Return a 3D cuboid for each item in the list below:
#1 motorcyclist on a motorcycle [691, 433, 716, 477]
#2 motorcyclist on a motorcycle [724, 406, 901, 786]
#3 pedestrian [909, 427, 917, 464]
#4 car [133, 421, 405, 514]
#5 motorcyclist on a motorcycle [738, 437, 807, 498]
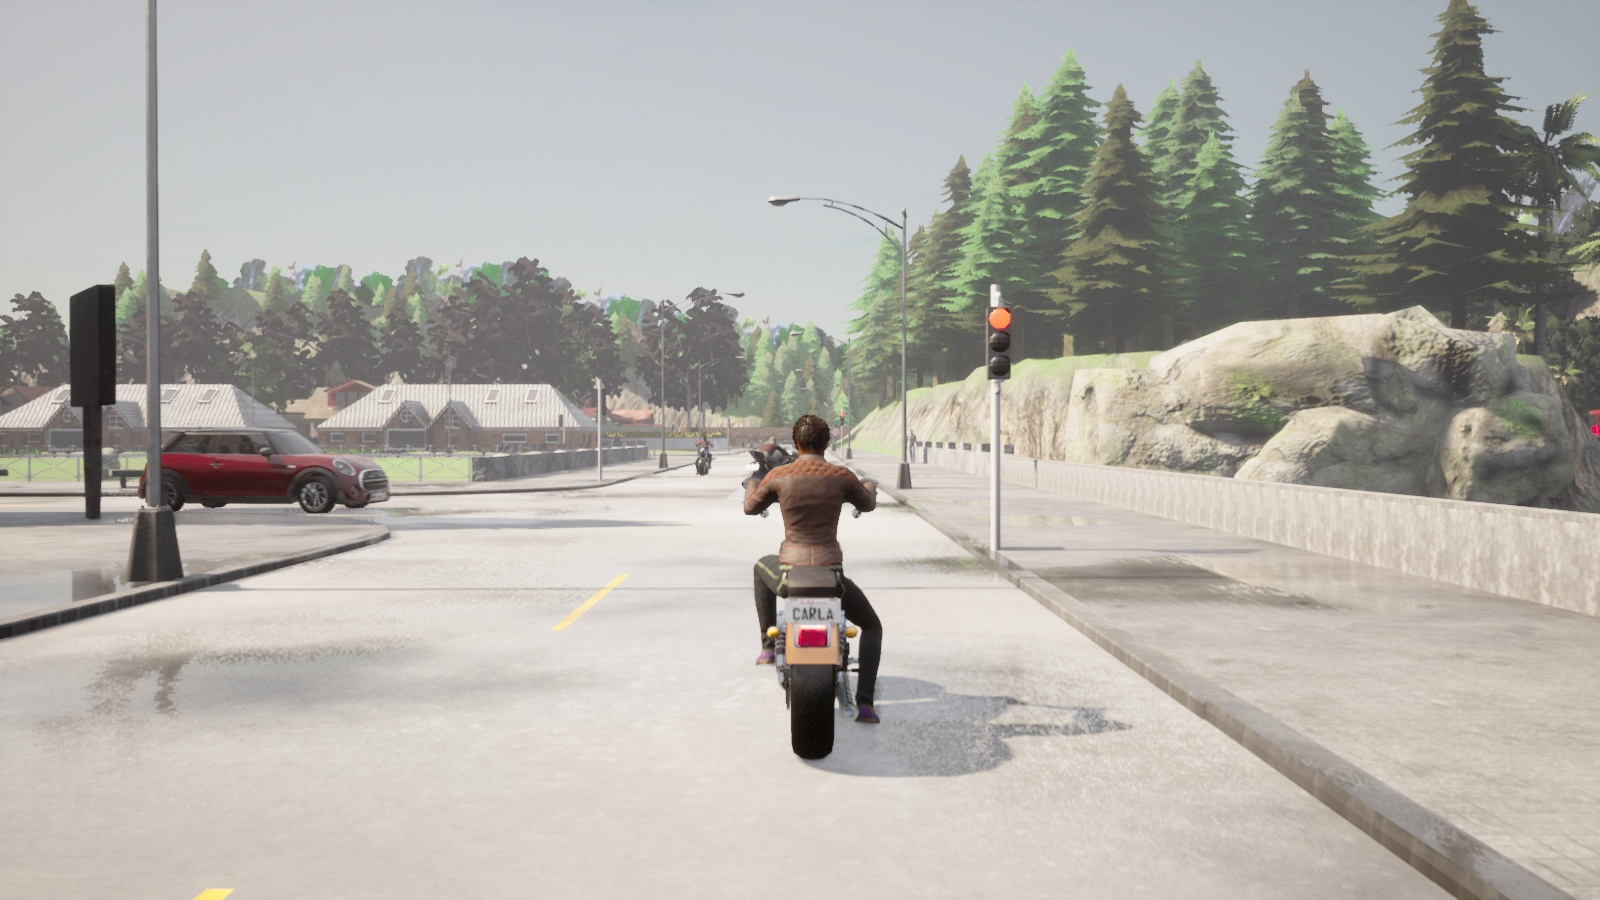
[{"bbox_3d":[-3.711,0.166,48.526,0.766,1.649,2.350,0,1,0],"label":"motorcyclist on a motorcycle"},{"bbox_3d":[0.057,0.624,6.616,0.766,1.649,2.350,0,0,0],"label":"motorcyclist on a motorcycle"},{"bbox_3d":[5.681,-0.226,63.197,0.354,1.836,0.706,0,1,0],"label":"pedestrian"},{"bbox_3d":[-10.513,0.323,25.095,4.553,1.767,2.097,0,1,4],"label":"car"},{"bbox_3d":[-0.692,0.430,32.272,0.866,1.530,2.191,-1,0,25],"label":"motorcyclist on a motorcycle"}]
